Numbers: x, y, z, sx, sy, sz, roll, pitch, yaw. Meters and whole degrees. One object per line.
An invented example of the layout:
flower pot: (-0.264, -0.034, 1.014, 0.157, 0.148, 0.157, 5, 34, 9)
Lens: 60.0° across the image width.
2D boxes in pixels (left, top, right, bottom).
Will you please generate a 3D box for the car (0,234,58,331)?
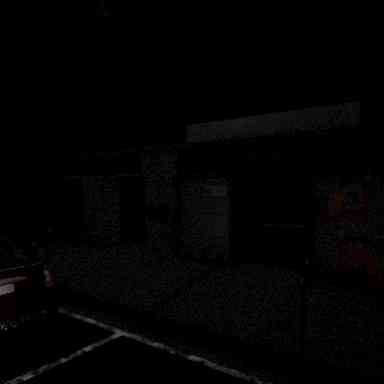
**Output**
car: (-4.244, 1.410, 5.880, 4.097, 1.590, 1.967, 0, 0, 36)
